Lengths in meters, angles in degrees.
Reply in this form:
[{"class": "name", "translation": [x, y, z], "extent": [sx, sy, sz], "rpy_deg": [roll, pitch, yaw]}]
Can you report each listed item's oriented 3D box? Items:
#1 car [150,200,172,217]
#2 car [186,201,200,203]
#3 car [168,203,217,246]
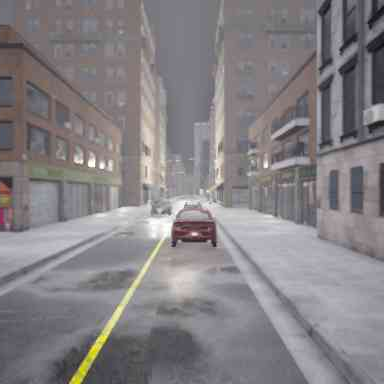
[{"class": "car", "translation": [-2.857, 1.495, 31.972], "extent": [2.128, 1.511, 4.902], "rpy_deg": [0, 0, 0]}, {"class": "car", "translation": [0.085, 1.605, 34.304], "extent": [1.895, 1.301, 4.718], "rpy_deg": [0, 0, 0]}, {"class": "car", "translation": [0.093, 1.481, 15.416], "extent": [1.882, 1.535, 5.008], "rpy_deg": [0, 0, 0]}]
